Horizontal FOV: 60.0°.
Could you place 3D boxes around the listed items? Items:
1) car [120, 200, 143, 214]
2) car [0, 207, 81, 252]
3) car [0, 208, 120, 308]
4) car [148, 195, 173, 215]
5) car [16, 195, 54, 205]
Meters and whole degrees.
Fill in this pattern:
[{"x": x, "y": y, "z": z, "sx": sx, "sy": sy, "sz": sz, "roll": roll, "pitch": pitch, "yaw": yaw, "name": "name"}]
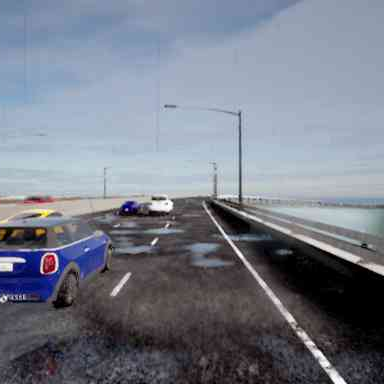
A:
[{"x": -6.738, "y": 1.654, "z": 36.754, "sx": 1.812, "sy": 1.442, "sz": 4.674, "roll": 0, "pitch": 0, "yaw": 1, "name": "car"}, {"x": -6.887, "y": 1.538, "z": 15.266, "sx": 1.882, "sy": 1.535, "sz": 5.008, "roll": 0, "pitch": 0, "yaw": 0, "name": "car"}, {"x": -3.397, "y": 1.384, "z": 8.153, "sx": 2.097, "sy": 1.767, "sz": 4.553, "roll": 0, "pitch": 0, "yaw": 0, "name": "car"}, {"x": -3.257, "y": 1.340, "z": 35.159, "sx": 2.150, "sy": 2.045, "sz": 5.566, "roll": 0, "pitch": 0, "yaw": 1, "name": "car"}, {"x": -17.350, "y": 1.369, "z": 37.050, "sx": 2.150, "sy": 2.045, "sz": 5.566, "roll": 0, "pitch": 0, "yaw": 1, "name": "car"}]
